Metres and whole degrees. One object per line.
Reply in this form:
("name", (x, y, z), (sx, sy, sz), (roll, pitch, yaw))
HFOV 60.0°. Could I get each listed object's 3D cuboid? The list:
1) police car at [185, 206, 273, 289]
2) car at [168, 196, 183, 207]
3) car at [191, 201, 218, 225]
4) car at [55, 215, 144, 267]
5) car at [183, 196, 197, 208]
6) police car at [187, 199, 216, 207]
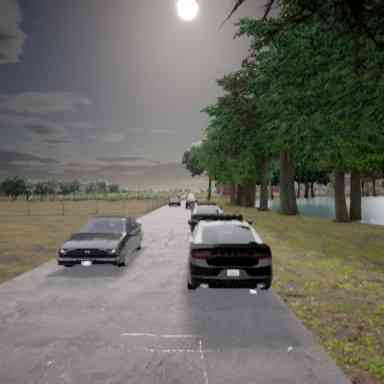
("police car", (0.829, 1.422, 9.252), (1.930, 1.638, 5.238), (0, 0, 0))
("car", (-2.812, 1.607, 54.094), (1.882, 1.535, 5.008), (0, 0, 0))
("car", (0.835, 1.522, 25.143), (1.837, 1.490, 4.892), (0, 0, 0))
("car", (-2.843, 1.545, 11.624), (2.033, 1.411, 5.357), (0, 0, 0))
("car", (0.046, 1.572, 47.683), (1.882, 1.535, 5.008), (0, 0, 1))
("police car", (0.833, 1.432, 19.253), (1.930, 1.638, 5.238), (0, 0, 0))
